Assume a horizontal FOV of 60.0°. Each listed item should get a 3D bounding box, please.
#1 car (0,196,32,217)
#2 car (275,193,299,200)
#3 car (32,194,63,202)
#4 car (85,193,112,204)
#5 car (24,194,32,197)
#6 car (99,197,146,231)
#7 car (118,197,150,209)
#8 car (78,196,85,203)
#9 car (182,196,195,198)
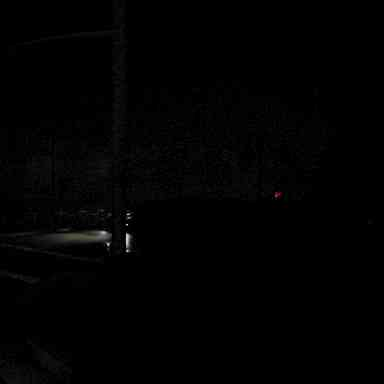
[{"bbox_3d":[-15.897,1.340,26.955,2.007,1.523,4.514,0,0,35],"label":"car"},{"bbox_3d":[12.377,1.206,42.833,2.150,2.045,5.566,0,0,35],"label":"car"},{"bbox_3d":[-29.019,1.154,67.788,2.152,1.636,5.027,0,0,35],"label":"car"},{"bbox_3d":[-15.963,1.097,59.059,1.932,1.855,4.605,0,0,35],"label":"car"},{"bbox_3d":[-34.445,1.232,71.230,1.970,1.475,3.806,0,0,35],"label":"car"},{"bbox_3d":[-3.132,1.352,20.613,2.097,1.767,4.553,0,0,35],"label":"car"},{"bbox_3d":[-7.589,1.384,43.878,1.970,1.475,3.806,0,0,35],"label":"car"},{"bbox_3d":[-18.573,1.077,60.400,1.905,1.878,3.866,0,0,35],"label":"car"},{"bbox_3d":[-0.870,1.374,48.215,1.845,1.501,3.633,0,0,35],"label":"car"}]
